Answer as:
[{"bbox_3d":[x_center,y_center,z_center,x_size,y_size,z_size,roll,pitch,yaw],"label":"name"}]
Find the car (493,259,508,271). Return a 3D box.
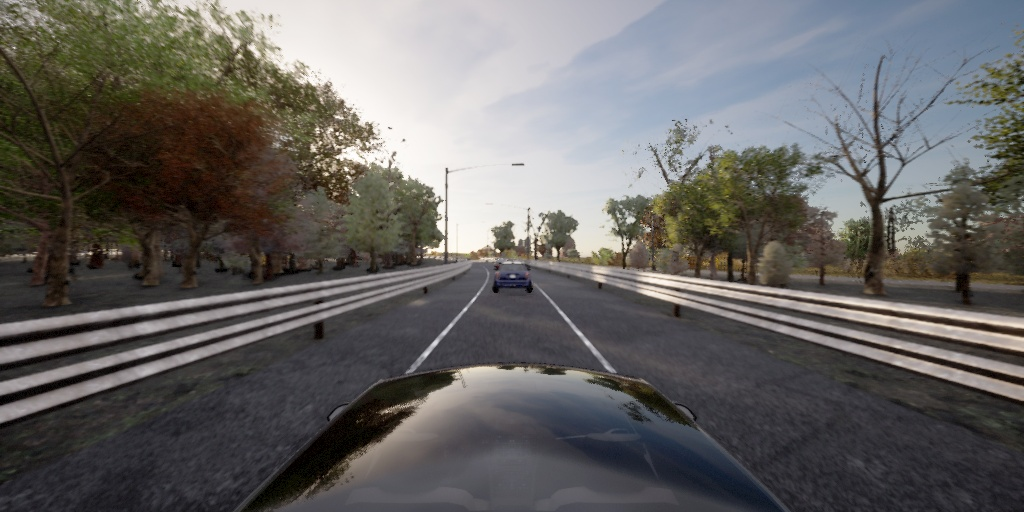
[{"bbox_3d":[-1.651,1.239,50.705,1.837,1.490,4.892,1,0,-6],"label":"car"}]

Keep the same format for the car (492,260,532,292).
[{"bbox_3d":[0.004,1.111,21.353,2.097,1.767,4.553,0,0,-1],"label":"car"}]
